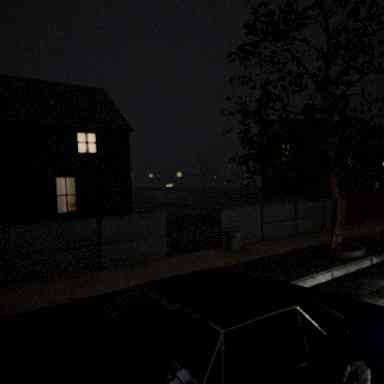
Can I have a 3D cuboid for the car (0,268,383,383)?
[{"bbox_3d":[-0.074,1.558,3.029,4.718,1.301,1.895,-2,1,-37],"label":"car"}]
